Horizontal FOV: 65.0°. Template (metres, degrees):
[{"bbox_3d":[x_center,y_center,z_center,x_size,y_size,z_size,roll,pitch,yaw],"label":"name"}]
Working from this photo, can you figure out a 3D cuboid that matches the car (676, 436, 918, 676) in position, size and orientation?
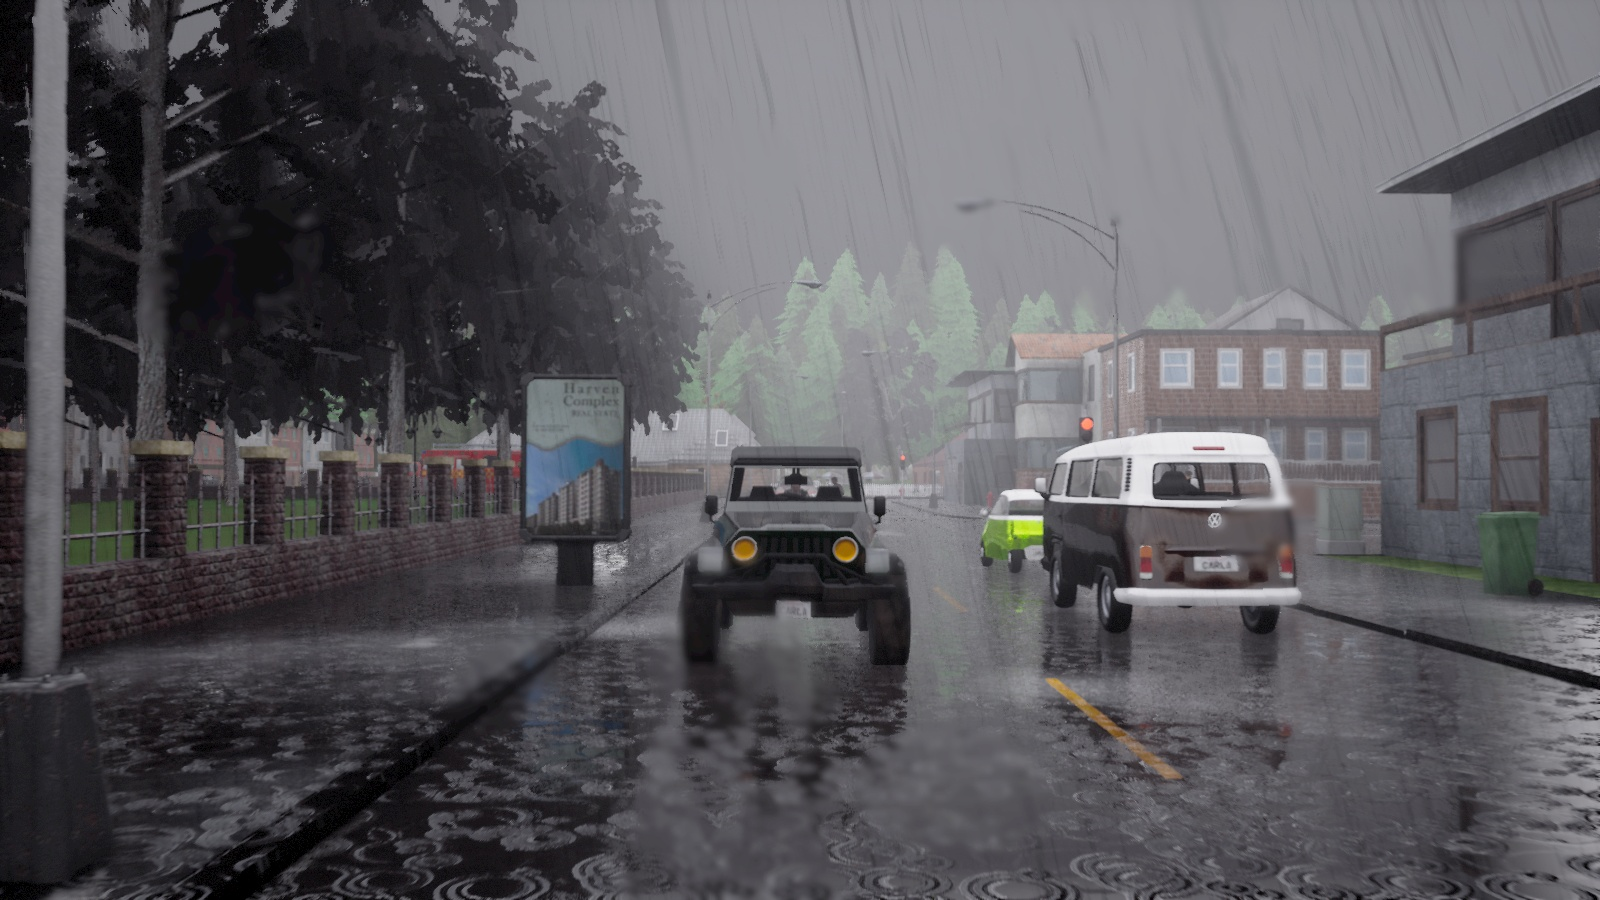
[{"bbox_3d":[-0.031,0.878,11.829,1.905,1.878,3.866,0,-1,0],"label":"car"}]

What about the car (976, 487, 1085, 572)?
[{"bbox_3d":[3.941,1.338,21.732,1.481,1.376,2.207,0,-1,0],"label":"car"}]

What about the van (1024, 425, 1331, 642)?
[{"bbox_3d":[3.964,0.840,14.114,2.069,2.038,4.480,0,-1,0],"label":"van"}]

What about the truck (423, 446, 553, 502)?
[{"bbox_3d":[-21.866,1.678,88.316,8.468,3.827,2.891,0,-1,-1],"label":"truck"}]
